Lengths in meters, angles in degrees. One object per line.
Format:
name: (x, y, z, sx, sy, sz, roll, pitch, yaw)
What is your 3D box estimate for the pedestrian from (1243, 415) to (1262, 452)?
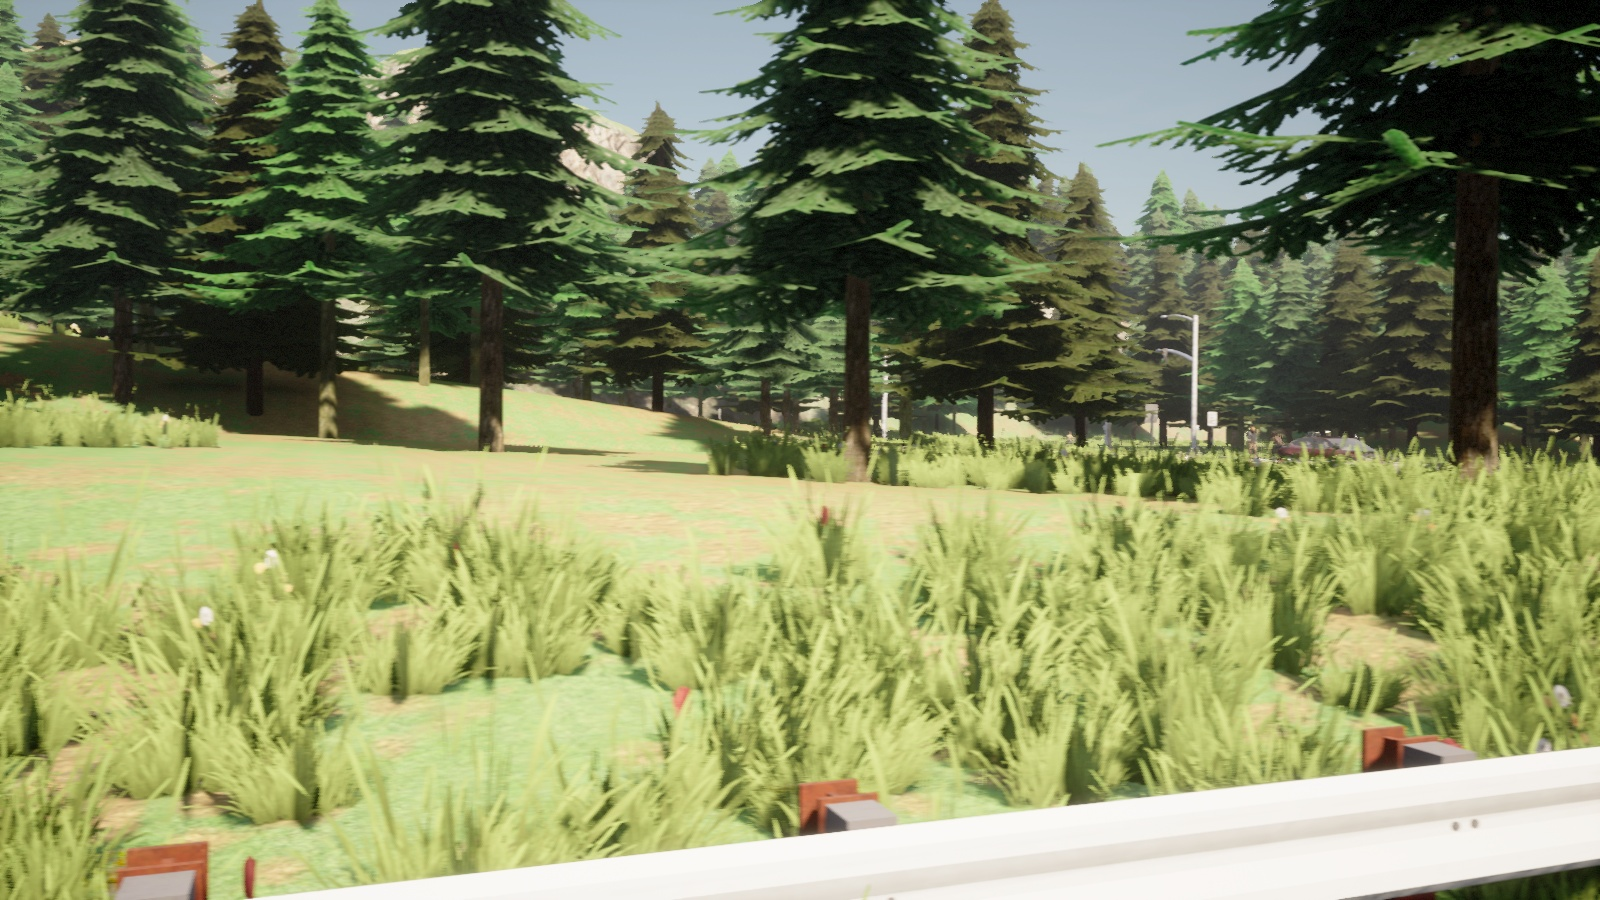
pedestrian: (22.296, -0.813, 61.893, 0.540, 1.848, 0.694, -1, 1, -23)

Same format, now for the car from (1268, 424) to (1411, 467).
car: (19.984, -0.205, 46.768, 2.163, 1.488, 4.792, -1, 1, -21)
